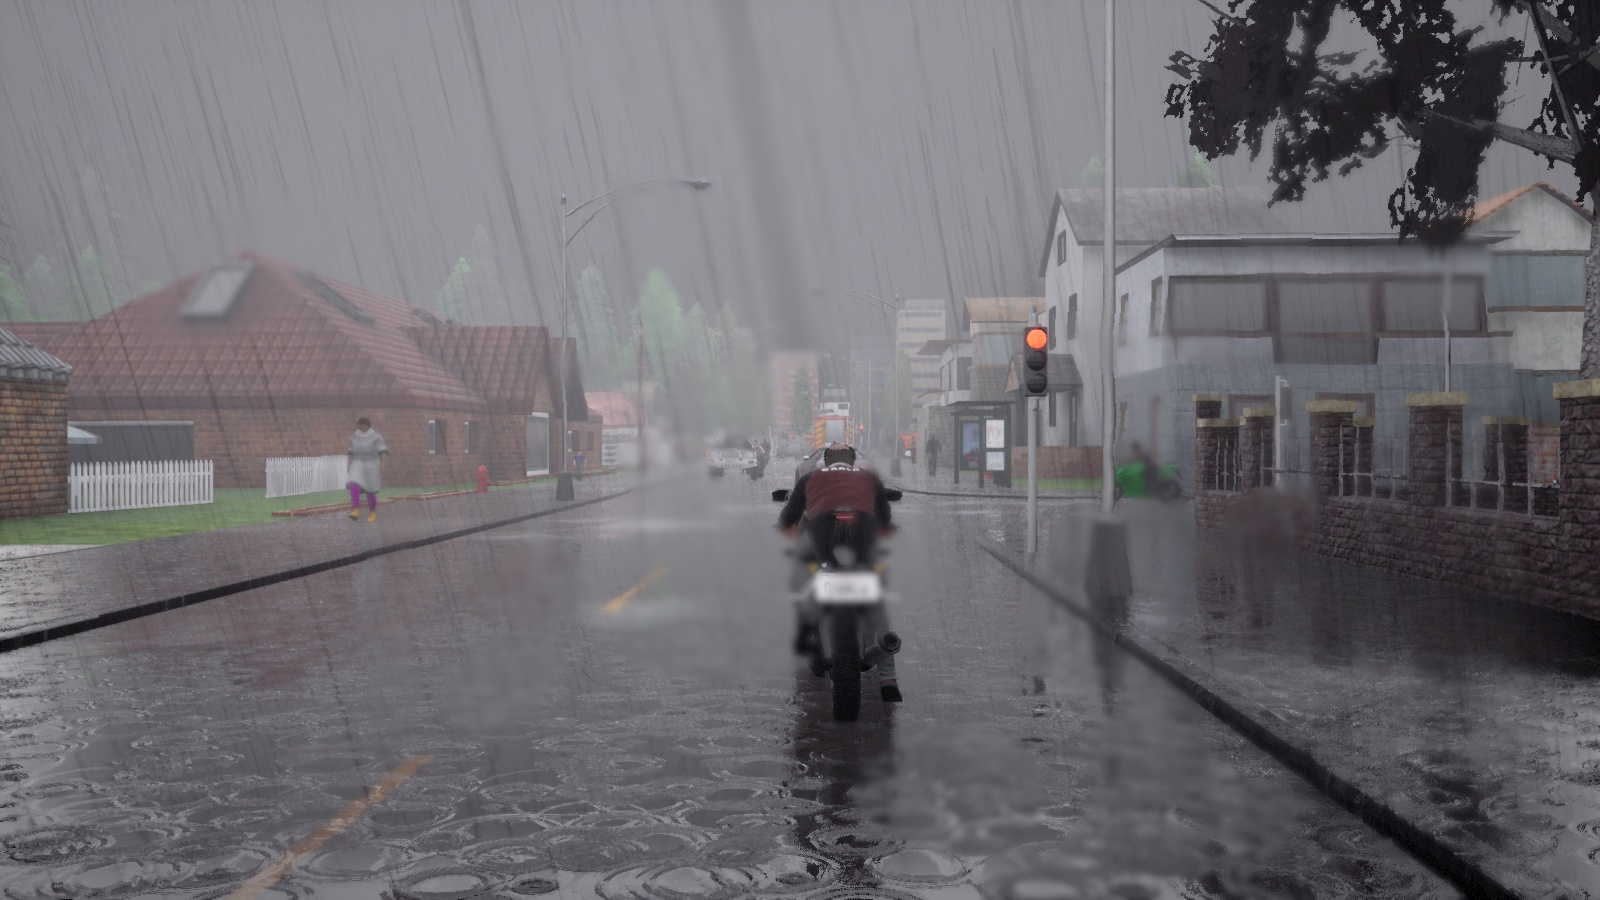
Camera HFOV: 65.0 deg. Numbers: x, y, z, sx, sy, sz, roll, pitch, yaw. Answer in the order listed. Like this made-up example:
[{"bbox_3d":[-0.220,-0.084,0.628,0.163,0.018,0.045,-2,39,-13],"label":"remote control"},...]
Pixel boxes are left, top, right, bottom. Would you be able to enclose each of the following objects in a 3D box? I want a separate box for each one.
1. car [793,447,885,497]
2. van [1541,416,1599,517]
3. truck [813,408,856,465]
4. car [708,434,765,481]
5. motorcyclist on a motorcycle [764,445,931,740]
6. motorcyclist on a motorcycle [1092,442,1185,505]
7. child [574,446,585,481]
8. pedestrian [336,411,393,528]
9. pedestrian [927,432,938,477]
[{"bbox_3d":[1.078,0.602,37.128,1.994,1.385,4.181,0,0,-9],"label":"car"},{"bbox_3d":[18.371,0.336,26.301,4.480,2.038,2.069,0,0,-1],"label":"van"},{"bbox_3d":[2.443,-0.918,88.847,2.891,3.827,8.468,0,0,1],"label":"truck"},{"bbox_3d":[-2.569,0.268,52.005,1.932,1.855,4.605,0,0,2],"label":"car"},{"bbox_3d":[0.244,0.739,7.623,0.866,1.530,2.191,0,0,0],"label":"motorcyclist on a motorcycle"},{"bbox_3d":[8.238,0.562,30.645,2.044,1.523,0.797,0,1,1],"label":"motorcyclist on a motorcycle"},{"bbox_3d":[-7.892,0.476,44.953,0.270,1.263,0.437,0,0,2],"label":"child"},{"bbox_3d":[-7.460,0.326,21.551,0.659,1.952,0.873,0,0,1],"label":"pedestrian"},{"bbox_3d":[5.454,0.169,51.731,0.402,1.842,0.726,0,0,11],"label":"pedestrian"}]
